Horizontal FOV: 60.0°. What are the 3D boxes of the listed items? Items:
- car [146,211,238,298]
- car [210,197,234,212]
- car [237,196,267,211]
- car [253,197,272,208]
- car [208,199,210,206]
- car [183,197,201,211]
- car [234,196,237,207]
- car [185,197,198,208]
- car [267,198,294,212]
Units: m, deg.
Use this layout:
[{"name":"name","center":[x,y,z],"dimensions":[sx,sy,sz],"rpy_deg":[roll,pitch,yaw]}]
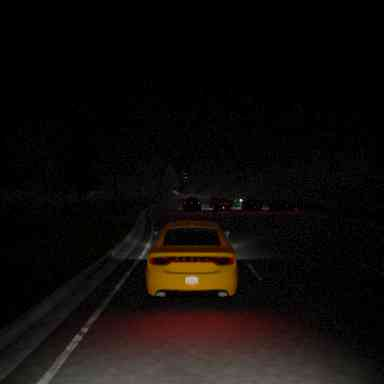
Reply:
[{"name":"car","center":[-0.001,1.472,8.578],"dimensions":[1.882,1.535,5.008],"rpy_deg":[0,0,0]},{"name":"car","center":[3.495,1.477,39.187],"dimensions":[1.837,1.490,4.892],"rpy_deg":[0,0,0]},{"name":"car","center":[6.995,1.464,39.187],"dimensions":[2.128,1.511,4.902],"rpy_deg":[0,0,0]},{"name":"car","center":[10.494,1.490,49.607],"dimensions":[1.812,1.442,4.674],"rpy_deg":[0,0,0]},{"name":"car","center":[3.494,1.470,49.606],"dimensions":[1.837,1.490,4.892],"rpy_deg":[0,0,0]},{"name":"car","center":[-0.005,1.324,39.573],"dimensions":[2.097,1.767,4.553],"rpy_deg":[0,0,0]},{"name":"car","center":[6.994,1.317,49.577],"dimensions":[2.097,1.767,4.553],"rpy_deg":[0,0,0]},{"name":"car","center":[-0.006,1.470,49.606],"dimensions":[1.837,1.490,4.892],"rpy_deg":[0,0,0]},{"name":"car","center":[10.495,1.450,39.188],"dimensions":[1.882,1.535,5.008],"rpy_deg":[0,0,0]}]
